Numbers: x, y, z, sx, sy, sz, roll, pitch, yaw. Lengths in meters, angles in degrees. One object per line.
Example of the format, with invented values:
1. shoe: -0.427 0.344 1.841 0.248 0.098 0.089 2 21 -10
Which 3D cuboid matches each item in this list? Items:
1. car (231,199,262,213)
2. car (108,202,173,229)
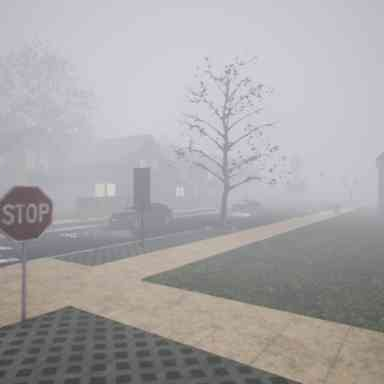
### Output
1. car: 5.689 1.371 34.294 1.994 1.385 4.181 1 1 34
2. car: -3.134 1.394 21.184 1.837 1.490 4.892 1 1 34
